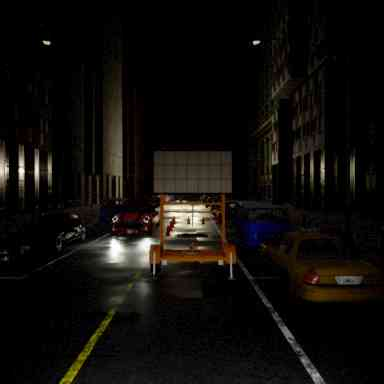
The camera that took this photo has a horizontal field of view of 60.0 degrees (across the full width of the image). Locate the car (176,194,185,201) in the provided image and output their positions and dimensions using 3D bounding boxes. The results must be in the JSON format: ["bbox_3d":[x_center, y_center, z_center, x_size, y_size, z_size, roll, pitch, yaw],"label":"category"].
[{"bbox_3d":[-2.808,1.369,86.263,2.097,1.767,4.553,0,0,0],"label":"car"}]

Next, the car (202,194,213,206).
[{"bbox_3d":[2.865,1.448,47.472,1.967,1.590,4.097,0,0,0],"label":"car"}]

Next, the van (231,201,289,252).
[{"bbox_3d":[2.789,1.342,13.655,1.690,1.788,3.998,0,0,0],"label":"van"}]

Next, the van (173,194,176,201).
[{"bbox_3d":[-5.585,1.357,81.302,1.690,1.788,3.998,0,0,0],"label":"van"}]

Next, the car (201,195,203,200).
[{"bbox_3d":[2.878,1.575,53.109,1.947,1.339,4.313,0,0,0],"label":"car"}]

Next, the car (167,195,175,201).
[{"bbox_3d":[-5.573,1.543,86.769,1.752,1.417,4.829,0,0,0],"label":"car"}]

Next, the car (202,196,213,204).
[{"bbox_3d":[2.903,1.556,64.382,1.887,1.381,4.507,0,0,0],"label":"car"}]

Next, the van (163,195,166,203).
[{"bbox_3d":[-5.648,1.350,53.119,1.690,1.788,3.998,0,0,0],"label":"van"}]

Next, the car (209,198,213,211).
[{"bbox_3d":[2.828,1.530,30.734,1.752,1.417,4.829,0,0,0],"label":"car"}]

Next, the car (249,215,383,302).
[{"bbox_3d":[2.778,1.526,8.189,1.752,1.417,4.829,0,0,0],"label":"car"}]

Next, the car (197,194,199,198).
[{"bbox_3d":[2.940,1.456,81.290,1.967,1.590,4.097,0,0,0],"label":"car"}]

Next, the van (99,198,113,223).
[{"bbox_3d":[-5.711,1.344,24.935,1.690,1.788,3.998,0,0,0],"label":"van"}]

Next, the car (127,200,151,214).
[{"bbox_3d":[-5.685,1.571,36.208,1.947,1.339,4.313,0,0,0],"label":"car"}]

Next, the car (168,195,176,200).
[{"bbox_3d":[-5.560,1.572,92.575,2.008,1.369,4.403,0,0,0],"label":"car"}]

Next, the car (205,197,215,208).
[{"bbox_3d":[2.840,1.556,36.200,2.008,1.369,4.403,0,0,0],"label":"car"}]

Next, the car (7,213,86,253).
[{"bbox_3d":[-5.735,1.567,13.661,1.947,1.339,4.313,0,0,0],"label":"car"}]

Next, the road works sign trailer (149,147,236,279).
[{"bbox_3d":[0.022,0.465,9.977,2.380,3.560,2.880,0,0,0],"label":"road works sign trailer"}]

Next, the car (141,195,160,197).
[{"bbox_3d":[-5.673,1.322,41.845,2.192,1.841,5.009,0,0,0],"label":"car"}]

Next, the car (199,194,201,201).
[{"bbox_3d":[2.890,1.325,58.746,2.192,1.841,5.009,0,0,0],"label":"car"}]

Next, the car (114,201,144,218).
[{"bbox_3d":[-5.697,1.570,30.572,1.947,1.339,4.313,0,0,0],"label":"car"}]

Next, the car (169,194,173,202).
[{"bbox_3d":[-5.610,1.453,70.029,1.967,1.590,4.097,0,0,0],"label":"car"}]

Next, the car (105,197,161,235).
[{"bbox_3d":[-3.060,1.354,18.533,2.097,1.767,4.553,0,0,0],"label":"car"}]

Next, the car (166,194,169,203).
[{"bbox_3d":[-5.635,1.450,58.755,1.967,1.590,4.097,0,0,0],"label":"car"}]

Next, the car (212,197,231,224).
[{"bbox_3d":[2.815,1.443,24.928,1.967,1.590,4.097,0,0,0],"label":"car"}]
